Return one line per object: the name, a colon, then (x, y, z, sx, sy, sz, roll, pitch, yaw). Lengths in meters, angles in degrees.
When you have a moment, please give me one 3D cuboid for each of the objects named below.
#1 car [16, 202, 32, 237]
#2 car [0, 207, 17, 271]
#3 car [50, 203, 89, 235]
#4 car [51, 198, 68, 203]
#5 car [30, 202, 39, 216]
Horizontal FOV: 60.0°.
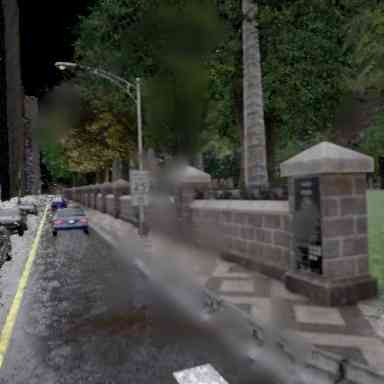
car: (-10.288, 1.589, 18.546, 1.882, 1.535, 5.008, -2, 1, -23)
car: (-6.371, 1.439, 9.240, 2.097, 1.767, 4.553, -2, 1, -23)
car: (-7.076, 1.561, 19.178, 2.033, 1.411, 5.357, -2, 1, -23)
car: (-16.888, 1.518, 42.384, 1.882, 1.535, 5.008, -2, 1, -23)
car: (-16.308, 1.696, 32.906, 1.994, 1.385, 4.181, -2, 1, -23)
